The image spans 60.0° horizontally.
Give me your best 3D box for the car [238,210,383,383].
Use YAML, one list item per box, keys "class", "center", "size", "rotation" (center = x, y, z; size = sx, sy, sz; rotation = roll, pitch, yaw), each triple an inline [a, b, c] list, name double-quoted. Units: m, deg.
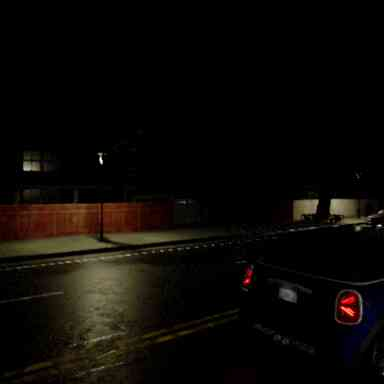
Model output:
- class: "car"
  center: [2.972, 1.364, 5.576]
  size: [4.553, 1.767, 2.097]
  rotation: [0, 0, -36]
